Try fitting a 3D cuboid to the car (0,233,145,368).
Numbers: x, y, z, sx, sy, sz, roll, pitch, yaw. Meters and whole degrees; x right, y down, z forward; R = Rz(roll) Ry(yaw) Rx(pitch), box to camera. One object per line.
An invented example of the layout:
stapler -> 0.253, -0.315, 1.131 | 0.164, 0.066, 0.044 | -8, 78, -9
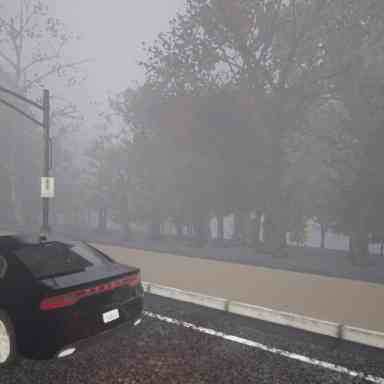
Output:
car -> -3.051, 1.476, 5.855 | 5.008, 1.535, 1.882 | 0, 0, 37
